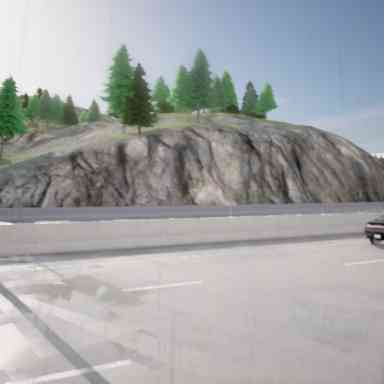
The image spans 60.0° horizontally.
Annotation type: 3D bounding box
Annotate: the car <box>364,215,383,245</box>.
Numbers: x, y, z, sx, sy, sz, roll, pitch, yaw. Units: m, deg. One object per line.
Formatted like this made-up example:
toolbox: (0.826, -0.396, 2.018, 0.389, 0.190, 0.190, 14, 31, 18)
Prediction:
car: (10.135, 1.710, 15.410, 4.902, 1.511, 2.128, 0, -1, -27)
